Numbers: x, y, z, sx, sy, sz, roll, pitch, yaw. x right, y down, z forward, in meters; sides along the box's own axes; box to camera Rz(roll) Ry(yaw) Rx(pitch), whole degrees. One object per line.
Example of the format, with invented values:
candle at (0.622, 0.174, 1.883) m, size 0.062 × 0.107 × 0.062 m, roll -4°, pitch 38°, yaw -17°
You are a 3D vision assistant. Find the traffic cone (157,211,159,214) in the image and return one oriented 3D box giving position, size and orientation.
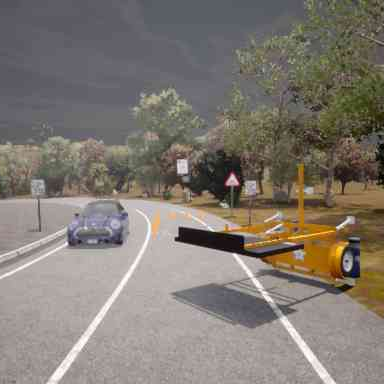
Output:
traffic cone at (-2.159, 1.636, 20.511) m, size 0.340 × 0.580 × 0.340 m, roll -1°, pitch 2°, yaw -4°

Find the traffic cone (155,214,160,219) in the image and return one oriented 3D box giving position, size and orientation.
traffic cone at (-2.009, 1.694, 18.519) m, size 0.340 × 0.580 × 0.340 m, roll -1°, pitch 2°, yaw -4°

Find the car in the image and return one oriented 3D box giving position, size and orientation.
car at (-3.947, 1.214, 14.671) m, size 2.097 × 1.767 × 4.553 m, roll -1°, pitch 1°, yaw -6°

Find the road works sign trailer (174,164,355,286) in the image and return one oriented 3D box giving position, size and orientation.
road works sign trailer at (1.687, 0.774, 7.440) m, size 3.560 × 2.880 × 2.380 m, roll -1°, pitch 1°, yaw -38°

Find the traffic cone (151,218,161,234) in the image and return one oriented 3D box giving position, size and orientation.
traffic cone at (-1.861, 1.751, 16.525) m, size 0.340 × 0.580 × 0.340 m, roll -1°, pitch 2°, yaw -4°
